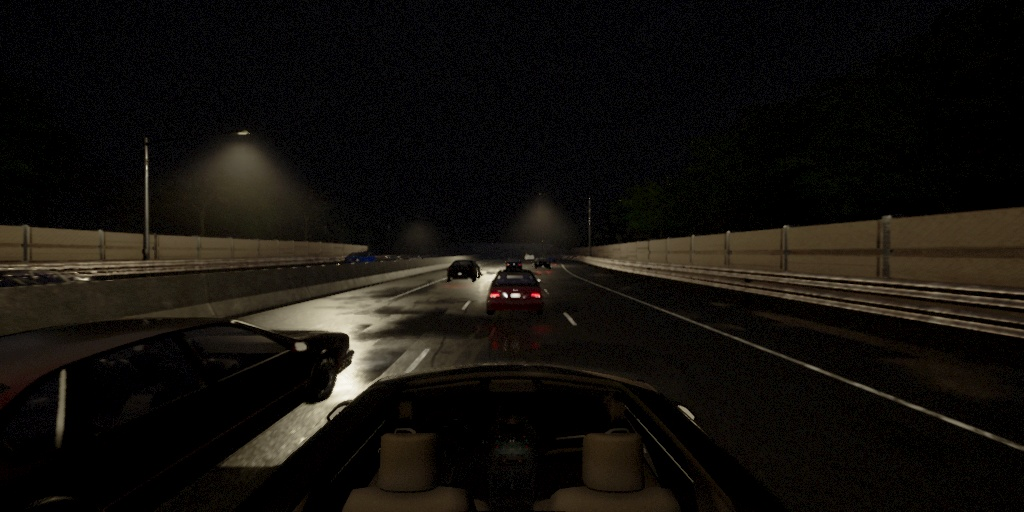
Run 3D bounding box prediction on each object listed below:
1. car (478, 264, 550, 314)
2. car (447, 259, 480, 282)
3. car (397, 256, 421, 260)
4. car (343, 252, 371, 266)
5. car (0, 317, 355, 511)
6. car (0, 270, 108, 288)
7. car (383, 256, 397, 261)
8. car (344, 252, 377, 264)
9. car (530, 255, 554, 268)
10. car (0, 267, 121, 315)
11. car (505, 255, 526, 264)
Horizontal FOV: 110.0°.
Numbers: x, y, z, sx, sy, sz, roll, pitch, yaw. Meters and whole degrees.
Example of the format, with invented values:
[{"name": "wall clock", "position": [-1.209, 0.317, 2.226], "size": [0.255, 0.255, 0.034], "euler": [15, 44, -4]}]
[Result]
[{"name": "car", "position": [0.104, 1.182, 13.042], "size": [2.033, 1.411, 5.357], "euler": [0, 1, 0]}, {"name": "car", "position": [-3.356, 0.984, 25.637], "size": [1.882, 1.535, 5.008], "euler": [0, 1, 0]}, {"name": "car", "position": [-13.868, 0.753, 50.178], "size": [2.128, 1.511, 4.902], "euler": [0, 1, 1]}, {"name": "car", "position": [-23.599, 0.440, 54.858], "size": [2.150, 2.045, 5.566], "euler": [0, 1, -2]}, {"name": "car", "position": [-3.400, 1.282, 3.177], "size": [2.033, 1.411, 5.357], "euler": [0, 1, 0]}, {"name": "car", "position": [-14.095, 1.224, 8.879], "size": [2.033, 1.411, 5.357], "euler": [0, 1, 0]}, {"name": "car", "position": [-17.339, 0.734, 52.332], "size": [2.128, 1.511, 4.902], "euler": [0, 1, 1]}, {"name": "car", "position": [-20.868, 0.484, 50.083], "size": [2.150, 2.045, 5.566], "euler": [0, 1, 1]}, {"name": "car", "position": [3.648, 0.891, 44.343], "size": [1.895, 1.301, 4.718], "euler": [0, 1, 1]}, {"name": "car", "position": [-17.596, 1.187, 12.495], "size": [2.033, 1.411, 5.357], "euler": [0, 1, 0]}, {"name": "car", "position": [0.229, 0.904, 40.510], "size": [2.033, 1.411, 5.357], "euler": [0, 1, 0]}]
